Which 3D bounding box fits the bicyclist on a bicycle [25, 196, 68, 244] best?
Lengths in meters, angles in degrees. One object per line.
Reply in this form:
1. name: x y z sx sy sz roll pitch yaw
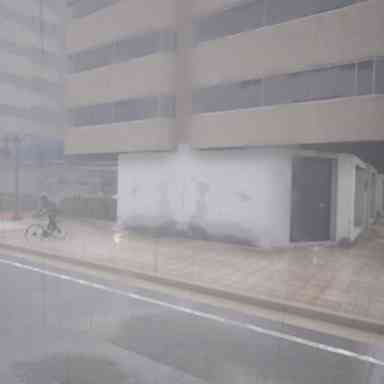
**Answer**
1. bicyclist on a bicycle: -5.039 0.947 11.619 0.582 1.620 1.656 2 2 33
